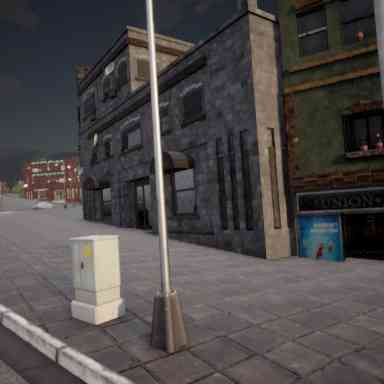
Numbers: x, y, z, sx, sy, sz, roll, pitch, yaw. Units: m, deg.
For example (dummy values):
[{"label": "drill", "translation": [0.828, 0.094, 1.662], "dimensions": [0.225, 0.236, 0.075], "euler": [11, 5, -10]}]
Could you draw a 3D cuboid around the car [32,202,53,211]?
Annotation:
[{"label": "car", "translation": [-26.338, 2.540, 58.813], "dimensions": [1.812, 1.442, 4.674], "euler": [-4, -1, 6]}]
